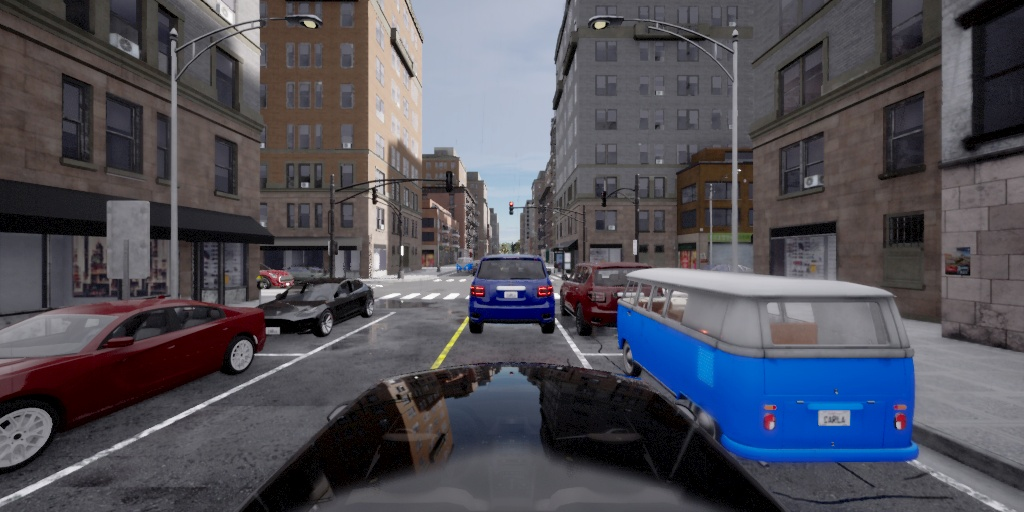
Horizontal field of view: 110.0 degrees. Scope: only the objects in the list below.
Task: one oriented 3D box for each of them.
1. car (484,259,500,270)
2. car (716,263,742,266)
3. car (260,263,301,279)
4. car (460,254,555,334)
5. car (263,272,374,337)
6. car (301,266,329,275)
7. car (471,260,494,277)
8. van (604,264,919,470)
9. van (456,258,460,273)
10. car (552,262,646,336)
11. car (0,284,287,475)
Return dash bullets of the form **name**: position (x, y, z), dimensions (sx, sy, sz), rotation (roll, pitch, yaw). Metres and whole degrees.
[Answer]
- **car**: position (-3.011, 1.235, 54.399), dimensions (2.128, 1.511, 4.902), rotation (0, 0, 0)
- **car**: position (14.684, 1.225, 25.213), dimensions (5.357, 1.411, 2.033), rotation (0, 0, 0)
- **car**: position (-16.084, 1.164, 22.115), dimensions (4.553, 1.767, 2.097), rotation (0, 0, 0)
- **car**: position (0.036, 0.971, 10.800), dimensions (2.150, 2.045, 5.566), rotation (0, 0, 1)
- **car**: position (-5.409, 1.316, 10.271), dimensions (1.948, 1.339, 4.313), rotation (0, 0, 0)
- **car**: position (-14.914, 1.368, 25.069), dimensions (4.181, 1.385, 1.994), rotation (0, 0, -1)
- **car**: position (-2.947, 1.247, 36.659), dimensions (1.837, 1.490, 4.892), rotation (0, 1, 1)
- **van**: position (2.634, 1.091, 4.786), dimensions (1.690, 1.789, 3.998), rotation (0, 0, 0)
- **van**: position (-5.536, 1.086, 42.235), dimensions (1.690, 1.789, 3.998), rotation (0, 0, 0)
- **car**: position (2.616, 1.064, 10.298), dimensions (2.192, 1.841, 5.009), rotation (0, 0, 0)
- **car**: position (-5.391, 1.295, 4.760), dimensions (1.888, 1.381, 4.507), rotation (0, 0, 0)
